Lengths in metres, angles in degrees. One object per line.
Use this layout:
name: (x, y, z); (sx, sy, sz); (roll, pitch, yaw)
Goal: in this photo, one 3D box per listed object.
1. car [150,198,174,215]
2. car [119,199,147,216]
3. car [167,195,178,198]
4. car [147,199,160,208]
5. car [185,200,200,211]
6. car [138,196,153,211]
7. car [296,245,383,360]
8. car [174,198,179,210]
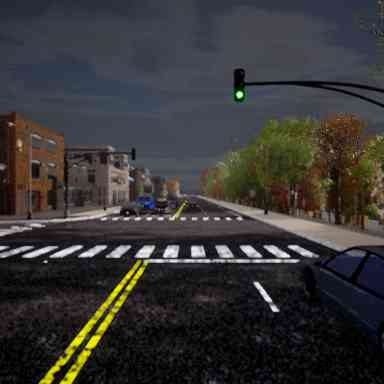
car: (-3.373, 1.766, 38.207); (1.837, 1.490, 4.892); (0, 0, 0)
car: (-6.626, 1.800, 36.906); (2.033, 1.411, 5.357); (0, 0, 0)
car: (-3.421, 1.626, 58.799); (2.150, 2.045, 5.566); (0, 0, 0)
car: (-6.668, 1.922, 57.687); (1.812, 1.442, 4.674); (0, 0, 0)
car: (0.059, 1.861, 45.623); (2.033, 1.411, 5.357); (0, 0, 0)
car: (-6.652, 1.548, 47.333); (2.150, 2.045, 5.566); (0, -1, 0)
car: (3.350, 1.585, 5.369); (2.033, 1.411, 5.357); (0, 0, 0)
car: (-3.397, 1.894, 48.122); (1.994, 1.385, 4.181); (0, 0, 0)
